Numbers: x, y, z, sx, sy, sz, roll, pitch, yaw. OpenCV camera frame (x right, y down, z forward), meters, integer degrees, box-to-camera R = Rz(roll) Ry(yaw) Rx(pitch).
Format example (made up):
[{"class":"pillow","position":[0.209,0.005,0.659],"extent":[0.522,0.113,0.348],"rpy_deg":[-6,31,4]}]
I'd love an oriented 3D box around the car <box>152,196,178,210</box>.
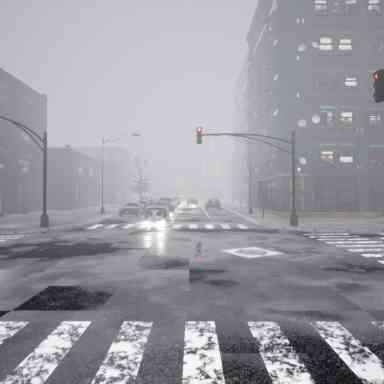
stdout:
[{"class":"car","position":[-3.074,1.361,38.889],"extent":[2.097,1.767,4.553],"rpy_deg":[0,0,0]}]

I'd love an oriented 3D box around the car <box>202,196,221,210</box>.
[{"class":"car","position":[2.730,1.450,43.148],"extent":[1.967,1.590,4.097],"rpy_deg":[1,0,0]}]

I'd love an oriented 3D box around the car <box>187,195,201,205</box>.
[{"class":"car","position":[0.129,1.579,59.974],"extent":[1.994,1.385,4.181],"rpy_deg":[0,0,0]}]

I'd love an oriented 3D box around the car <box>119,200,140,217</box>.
[{"class":"car","position":[-5.735,1.552,31.723],"extent":[1.887,1.381,4.507],"rpy_deg":[1,0,0]}]

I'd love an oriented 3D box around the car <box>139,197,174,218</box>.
[{"class":"car","position":[-3.081,1.499,29.870],"extent":[2.128,1.511,4.902],"rpy_deg":[0,0,0]}]

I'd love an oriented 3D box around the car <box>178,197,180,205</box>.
[{"class":"car","position":[-3.065,1.537,47.884],"extent":[1.812,1.442,4.674],"rpy_deg":[0,0,0]}]

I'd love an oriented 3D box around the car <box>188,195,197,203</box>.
[{"class":"car","position":[0.119,1.495,69.940],"extent":[1.882,1.535,5.008],"rpy_deg":[0,0,0]}]

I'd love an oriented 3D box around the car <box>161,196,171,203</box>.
[{"class":"car","position":[-5.637,1.600,71.525],"extent":[1.802,1.307,4.206],"rpy_deg":[1,0,0]}]
